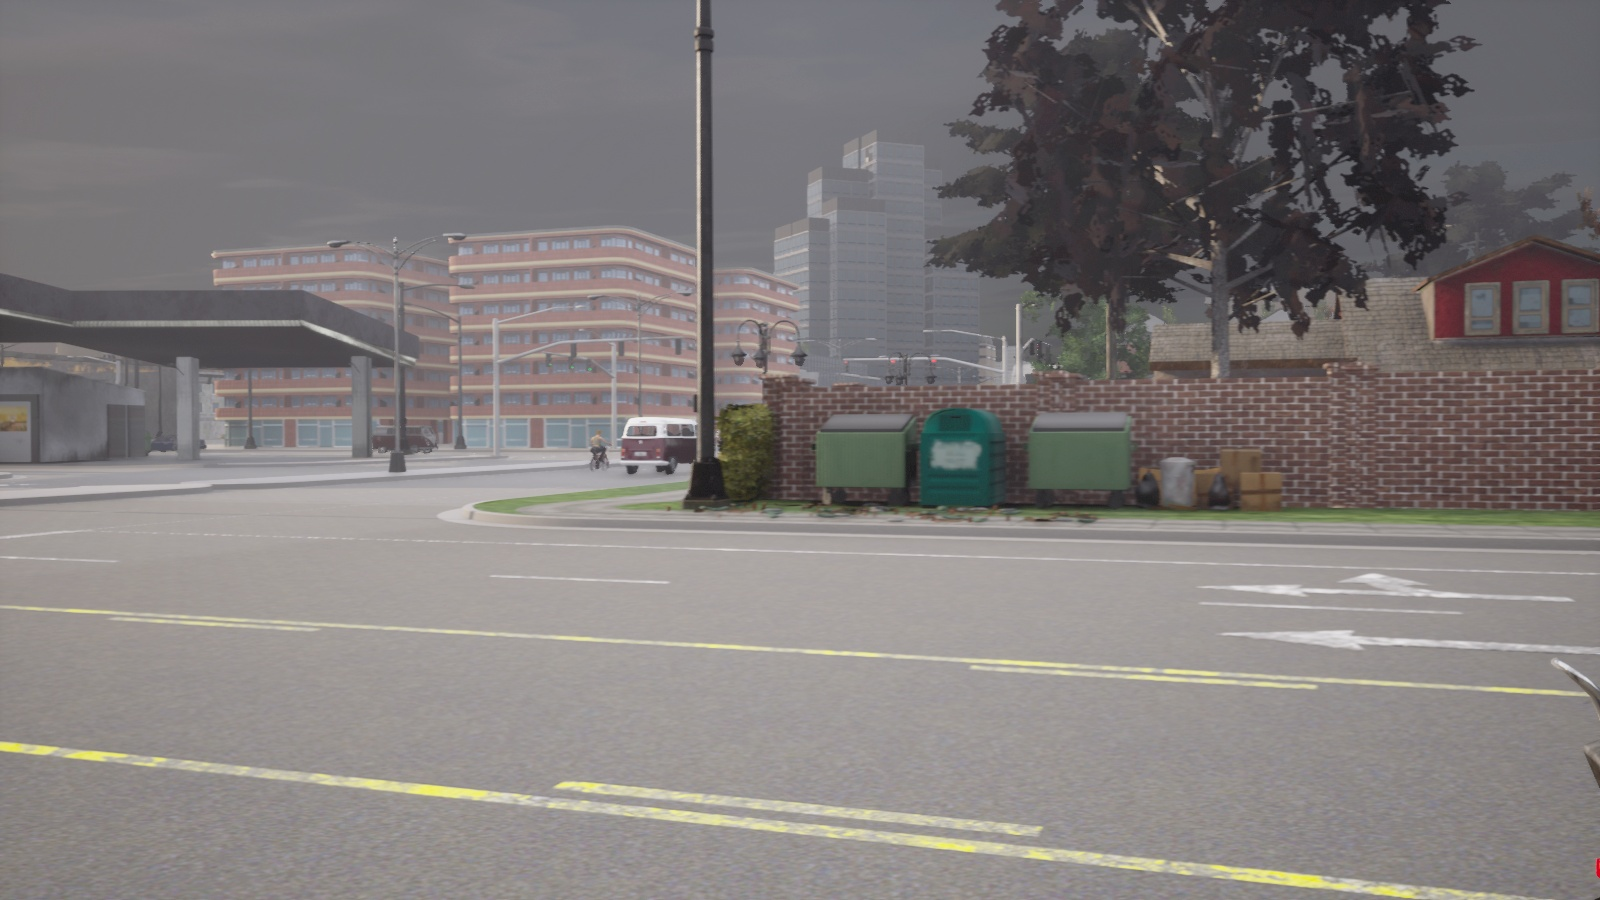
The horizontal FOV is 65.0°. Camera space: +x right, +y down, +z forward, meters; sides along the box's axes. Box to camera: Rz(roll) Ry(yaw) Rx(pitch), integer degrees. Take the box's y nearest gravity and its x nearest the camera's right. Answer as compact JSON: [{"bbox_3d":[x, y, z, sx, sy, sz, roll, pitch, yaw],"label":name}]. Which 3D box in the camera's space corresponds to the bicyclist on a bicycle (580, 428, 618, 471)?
[{"bbox_3d":[-7.712,-0.039,48.249,0.866,1.612,1.509,1,1,18],"label":"bicyclist on a bicycle"}]

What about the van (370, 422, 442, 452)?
[{"bbox_3d":[-26.849,-0.892,85.537,4.442,1.987,1.775,1,1,17],"label":"van"}]

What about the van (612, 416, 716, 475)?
[{"bbox_3d":[-4.877,-0.200,45.694,2.069,2.038,4.480,1,1,18],"label":"van"}]

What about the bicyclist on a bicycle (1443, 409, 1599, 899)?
[{"bbox_3d":[2.174,0.732,2.456,1.509,1.612,0.866,1,1,18],"label":"bicyclist on a bicycle"}]
